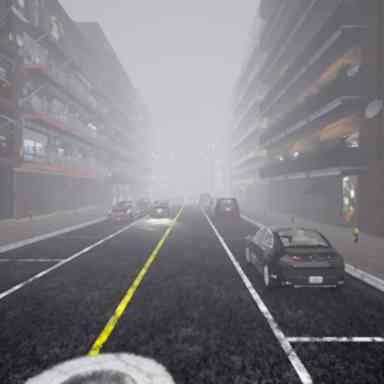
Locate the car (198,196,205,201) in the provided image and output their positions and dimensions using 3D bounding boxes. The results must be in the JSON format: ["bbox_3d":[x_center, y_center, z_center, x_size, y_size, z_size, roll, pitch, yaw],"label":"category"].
[{"bbox_3d":[2.557,1.618,88.261,1.802,1.307,4.206,-1,0,0],"label":"car"}]

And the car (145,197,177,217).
[{"bbox_3d":[-2.845,1.498,31.491,2.128,1.511,4.902,0,0,0],"label":"car"}]

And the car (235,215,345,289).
[{"bbox_3d":[2.523,1.552,8.961,2.008,1.369,4.403,-1,0,0],"label":"car"}]

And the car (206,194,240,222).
[{"bbox_3d":[2.543,1.320,25.954,2.192,1.841,5.009,-1,0,0],"label":"car"}]

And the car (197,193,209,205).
[{"bbox_3d":[2.270,1.247,58.628,2.150,2.045,5.566,0,0,0],"label":"car"}]

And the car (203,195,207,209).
[{"bbox_3d":[2.559,1.449,37.283,1.967,1.590,4.097,-1,0,0],"label":"car"}]

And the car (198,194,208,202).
[{"bbox_3d":[2.554,1.344,76.933,2.192,1.841,5.009,-1,0,0],"label":"car"}]

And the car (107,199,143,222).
[{"bbox_3d":[-5.325,1.445,26.188,1.967,1.590,4.097,-1,0,0],"label":"car"}]

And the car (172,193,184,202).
[{"bbox_3d":[-2.749,1.362,72.567,2.097,1.767,4.553,0,0,0],"label":"car"}]

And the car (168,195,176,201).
[{"bbox_3d":[-5.323,1.581,88.352,1.887,1.381,4.507,-1,0,0],"label":"car"}]

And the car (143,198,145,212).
[{"bbox_3d":[-5.325,1.449,37.491,1.967,1.590,4.097,-1,0,0],"label":"car"}]

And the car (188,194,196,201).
[{"bbox_3d":[0.002,1.418,77.146,2.033,1.411,5.357,0,0,0],"label":"car"}]

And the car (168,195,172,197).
[{"bbox_3d":[-5.323,1.577,82.701,1.887,1.381,4.507,-1,0,0],"label":"car"}]
